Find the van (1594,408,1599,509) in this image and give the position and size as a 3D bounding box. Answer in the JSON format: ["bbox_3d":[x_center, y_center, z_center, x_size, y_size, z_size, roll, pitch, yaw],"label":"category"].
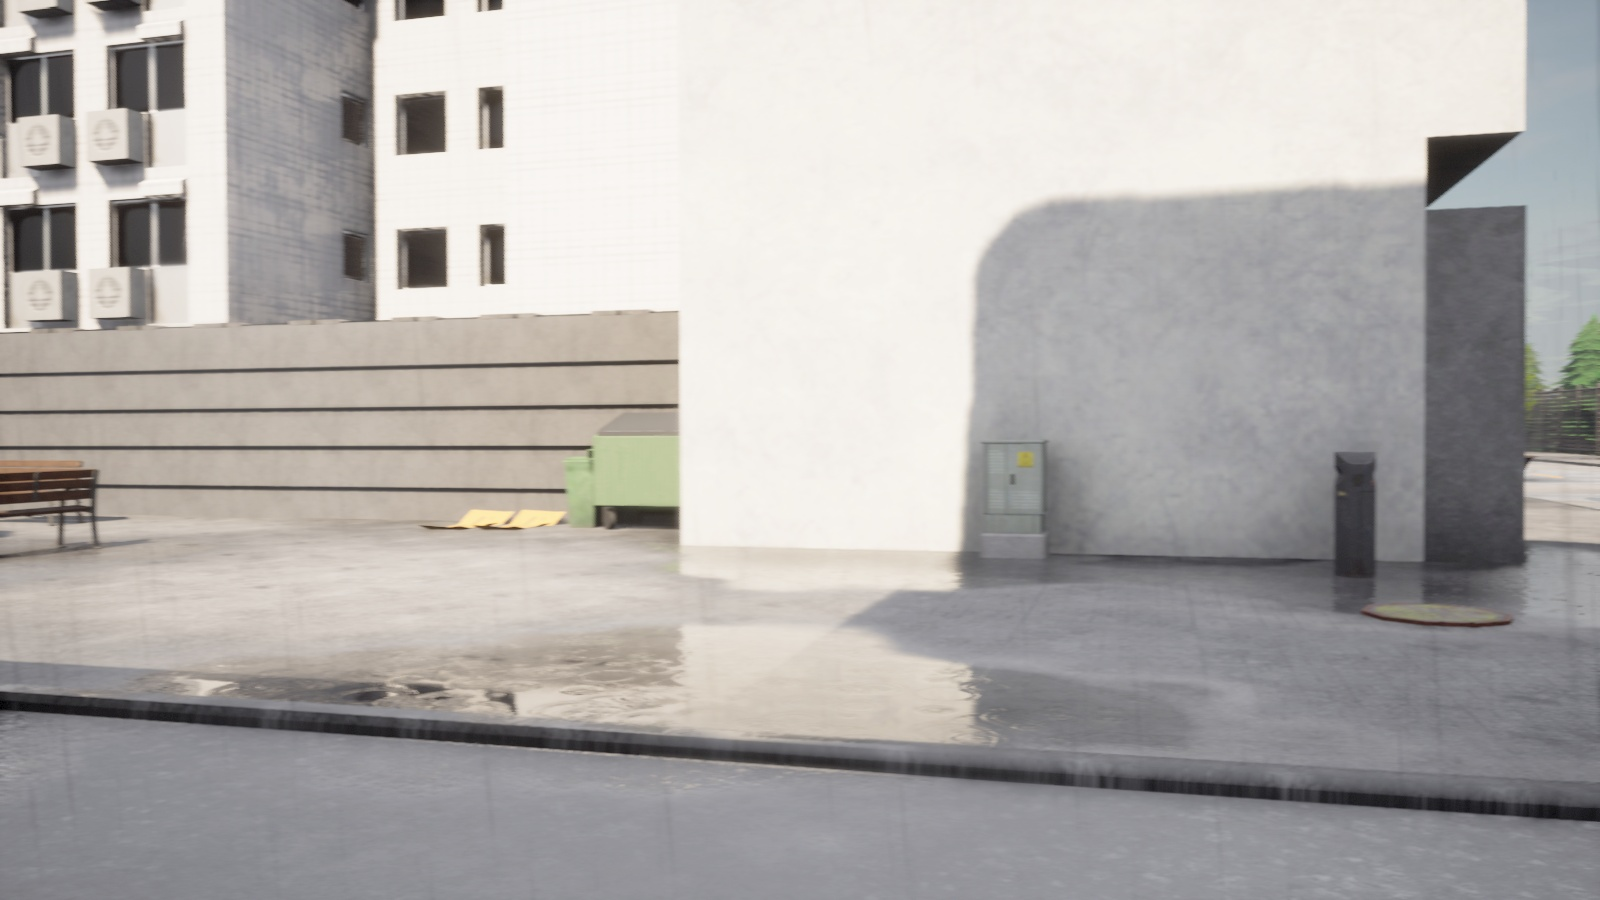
[{"bbox_3d":[16.115,0.207,22.836,1.775,1.987,4.442,0,1,18],"label":"van"}]
